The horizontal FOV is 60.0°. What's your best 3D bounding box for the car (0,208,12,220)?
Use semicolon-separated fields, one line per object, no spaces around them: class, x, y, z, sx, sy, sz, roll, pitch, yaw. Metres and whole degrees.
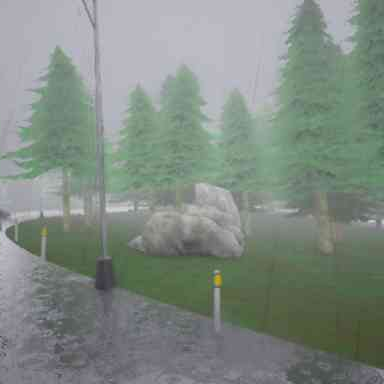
car;-22.106;2.576;37.584;2.128;1.511;4.902;-5;-3;-8
